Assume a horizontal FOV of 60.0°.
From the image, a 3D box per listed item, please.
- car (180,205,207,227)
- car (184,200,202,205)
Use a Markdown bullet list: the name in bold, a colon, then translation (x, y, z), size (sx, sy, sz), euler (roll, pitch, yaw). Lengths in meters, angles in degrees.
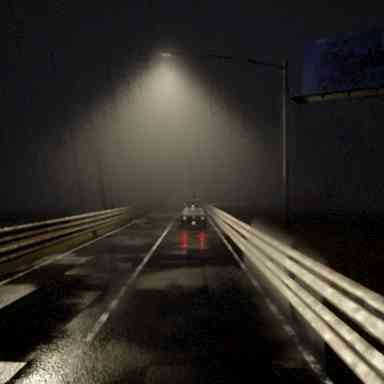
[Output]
- **car**: translation (0.112, 1.866, 25.079), size (1.895, 1.301, 4.718), euler (0, -1, 0)
- **car**: translation (0.120, 1.786, 41.273), size (2.097, 1.767, 4.553), euler (0, -1, 0)
